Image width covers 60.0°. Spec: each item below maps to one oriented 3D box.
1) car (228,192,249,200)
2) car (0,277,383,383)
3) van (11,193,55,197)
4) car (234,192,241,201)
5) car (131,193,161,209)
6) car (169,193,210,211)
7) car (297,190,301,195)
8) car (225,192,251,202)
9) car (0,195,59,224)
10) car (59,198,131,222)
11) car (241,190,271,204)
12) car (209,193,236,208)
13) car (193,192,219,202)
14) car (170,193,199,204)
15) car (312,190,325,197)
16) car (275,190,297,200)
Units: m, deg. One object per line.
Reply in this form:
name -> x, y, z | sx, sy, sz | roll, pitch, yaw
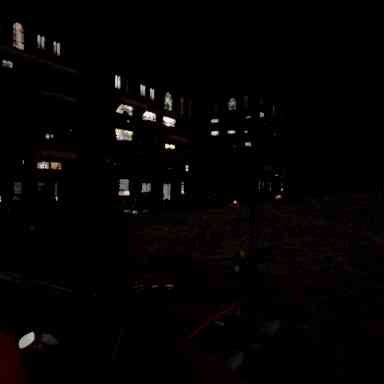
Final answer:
car -> 8.551, 0.633, 60.622 | 1.947, 1.339, 4.313 | 2, 2, 35
car -> -0.439, 1.543, 3.180 | 4.507, 1.381, 1.887 | 0, 1, 36
van -> -13.689, 1.019, 28.601 | 1.690, 1.788, 3.998 | 2, 2, 35
car -> 7.321, 0.880, 48.819 | 1.895, 1.301, 4.718 | 1, 1, 35
car -> -5.386, 0.882, 36.035 | 2.097, 1.767, 4.553 | 1, 1, 35
car -> -0.455, 1.121, 32.972 | 1.887, 1.381, 4.507 | 2, 2, 35
car -> 27.615, 0.098, 88.062 | 1.887, 1.381, 4.507 | 2, 2, 35
car -> 7.558, 0.725, 54.502 | 2.033, 1.411, 5.357 | 1, 1, 35
car -> -10.724, 1.252, 22.848 | 1.882, 1.535, 5.008 | 0, 1, 34
car -> -6.810, 1.317, 23.827 | 1.947, 1.339, 4.313 | 2, 2, 35
car -> 9.078, 0.865, 46.693 | 2.008, 1.369, 4.403 | 2, 2, 35
car -> 2.722, 1.039, 37.545 | 2.008, 1.369, 4.403 | 2, 2, 35
car -> 2.196, 0.791, 51.474 | 2.008, 1.369, 4.403 | 2, 2, 35
car -> -0.982, 0.893, 46.901 | 1.947, 1.339, 4.313 | 2, 2, 35
car -> 28.823, 0.246, 75.710 | 1.882, 1.535, 5.008 | 1, 1, 35
car -> 15.530, 0.664, 55.979 | 1.752, 1.417, 4.829 | 2, 2, 35
